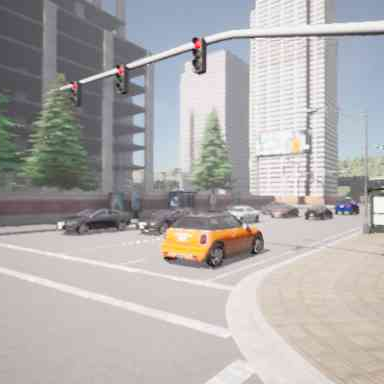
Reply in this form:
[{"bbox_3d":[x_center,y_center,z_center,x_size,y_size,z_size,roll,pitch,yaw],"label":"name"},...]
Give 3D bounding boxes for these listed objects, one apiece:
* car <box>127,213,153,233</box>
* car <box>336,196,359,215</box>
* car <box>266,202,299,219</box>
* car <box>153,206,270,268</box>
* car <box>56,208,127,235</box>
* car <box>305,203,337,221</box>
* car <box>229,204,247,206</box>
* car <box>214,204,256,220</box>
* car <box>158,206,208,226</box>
[{"bbox_3d":[-1.429,1.810,21.269,2.128,1.511,4.902,0,-1,37],"label":"car"},{"bbox_3d":[20.368,1.958,43.784,2.150,2.045,5.566,0,-1,37],"label":"car"},{"bbox_3d":[10.264,2.110,36.608,1.812,1.442,4.674,0,-1,38],"label":"car"},{"bbox_3d":[0.943,1.576,12.557,2.097,1.767,4.553,0,-1,36],"label":"car"},{"bbox_3d":[-6.068,1.778,20.953,2.128,1.511,4.902,0,-1,37],"label":"car"},{"bbox_3d":[13.037,2.096,34.161,1.812,1.442,4.674,0,-1,37],"label":"car"},{"bbox_3d":[4.203,1.972,28.645,1.812,1.442,4.674,0,-1,37],"label":"car"},{"bbox_3d":[4.613,2.020,34.974,2.128,1.511,4.902,0,-1,37],"label":"car"},{"bbox_3d":[-0.674,1.973,28.046,1.994,1.385,4.181,0,-1,36],"label":"car"}]
